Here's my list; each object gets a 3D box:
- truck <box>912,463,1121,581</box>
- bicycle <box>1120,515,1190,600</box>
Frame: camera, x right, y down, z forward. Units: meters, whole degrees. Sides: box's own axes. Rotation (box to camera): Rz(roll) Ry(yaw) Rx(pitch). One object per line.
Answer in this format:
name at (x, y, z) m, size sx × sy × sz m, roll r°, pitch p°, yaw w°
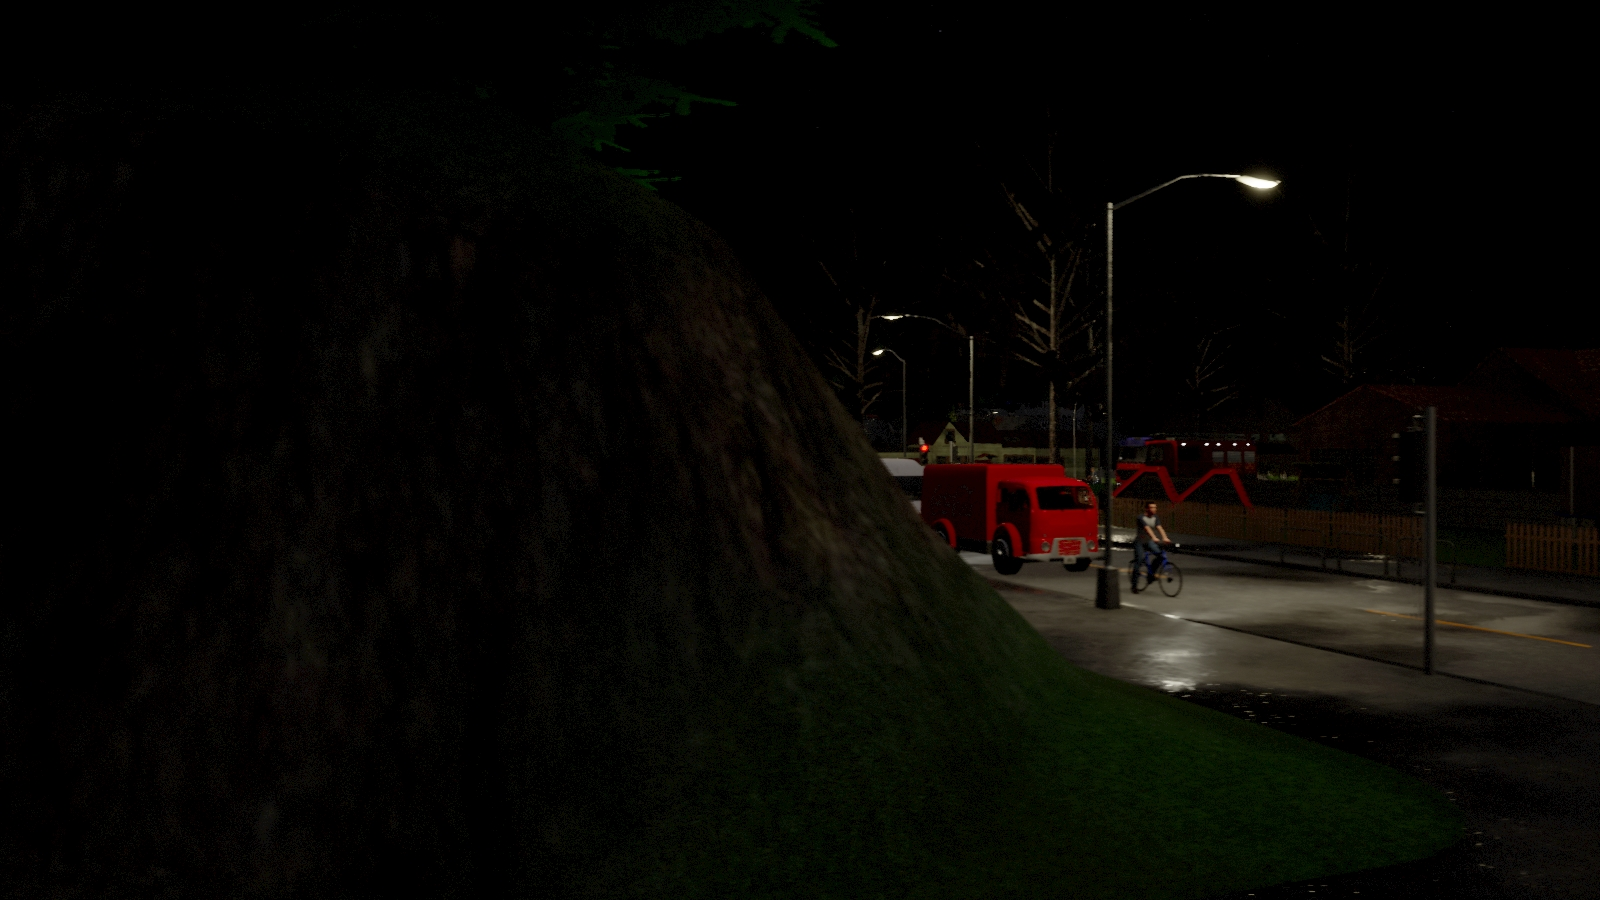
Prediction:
truck at (5.005, 1.569, 27.395) m, size 2.627 × 2.467 × 5.204 m, roll 0°, pitch 0°, yaw -20°
bicycle at (6.886, 2.057, 22.216) m, size 0.373 × 1.496 × 1.643 m, roll 0°, pitch 0°, yaw -20°
